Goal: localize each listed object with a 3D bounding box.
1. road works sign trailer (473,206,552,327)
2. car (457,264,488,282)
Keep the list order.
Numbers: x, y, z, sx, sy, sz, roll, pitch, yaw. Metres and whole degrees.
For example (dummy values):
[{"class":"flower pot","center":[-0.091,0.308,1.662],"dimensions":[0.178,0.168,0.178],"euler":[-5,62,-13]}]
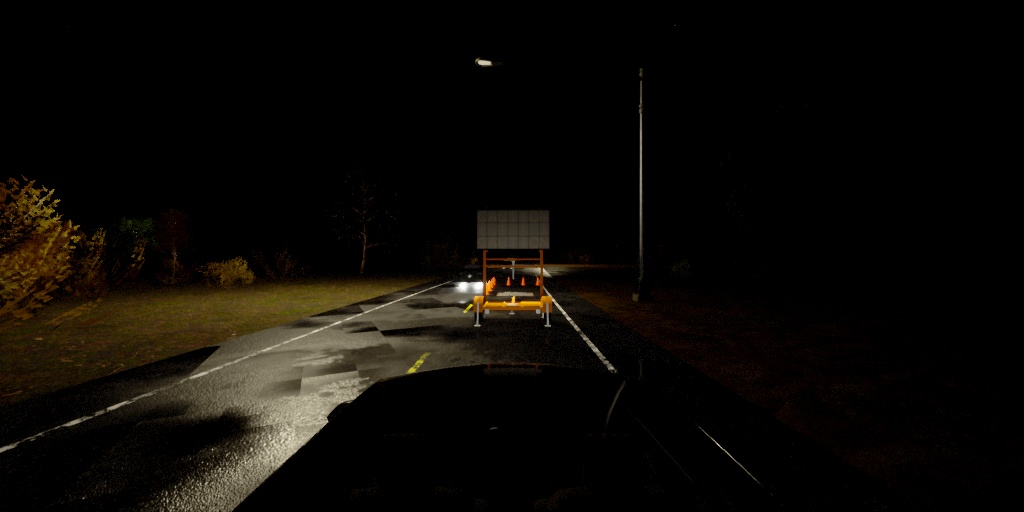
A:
[{"class":"road works sign trailer","center":[0.042,0.214,11.569],"dimensions":[2.380,3.560,2.880],"euler":[0,0,1]},{"class":"car","center":[-3.050,1.311,28.344],"dimensions":[1.994,1.385,4.181],"euler":[0,0,2]}]
